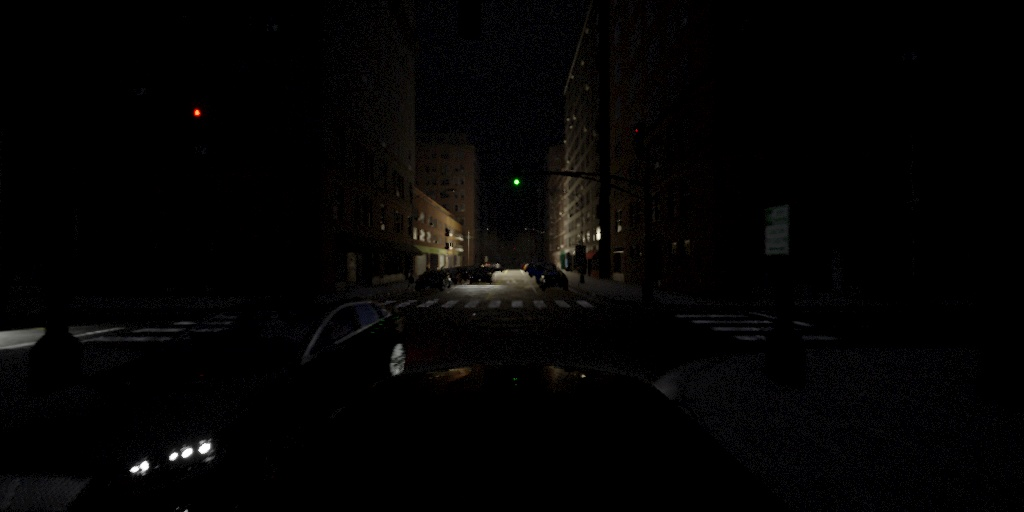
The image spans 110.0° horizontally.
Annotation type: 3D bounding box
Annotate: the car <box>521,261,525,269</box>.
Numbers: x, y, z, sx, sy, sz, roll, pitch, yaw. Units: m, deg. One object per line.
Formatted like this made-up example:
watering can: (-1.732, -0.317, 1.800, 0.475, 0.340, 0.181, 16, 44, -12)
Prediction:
car: (2.996, 2.075, 64.390, 1.751, 1.417, 4.829, 0, 0, 0)

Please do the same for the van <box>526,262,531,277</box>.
van: (2.865, 1.603, 41.493, 1.690, 1.789, 3.998, 0, 0, 0)

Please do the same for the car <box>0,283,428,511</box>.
car: (-2.736, 1.284, 4.379, 2.128, 1.511, 4.902, 0, -1, 0)

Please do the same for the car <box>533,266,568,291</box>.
car: (2.768, 1.595, 24.447, 2.007, 1.370, 4.403, 0, 0, 0)

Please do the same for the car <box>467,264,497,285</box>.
car: (-2.582, 1.685, 31.197, 1.837, 1.490, 4.892, 0, 0, 0)

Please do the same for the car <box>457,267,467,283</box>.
car: (-5.225, 1.705, 30.175, 1.802, 1.307, 4.207, 0, 0, 0)

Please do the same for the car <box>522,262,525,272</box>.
car: (2.963, 2.059, 58.538, 1.802, 1.307, 4.207, 0, 0, 0)

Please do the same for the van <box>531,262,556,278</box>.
van: (2.800, 1.458, 30.129, 1.690, 1.789, 3.998, 0, 0, 0)

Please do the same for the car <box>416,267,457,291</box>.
car: (-5.257, 1.615, 24.493, 1.948, 1.339, 4.313, 0, 0, 0)

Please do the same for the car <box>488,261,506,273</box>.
car: (-2.425, 2.009, 58.540, 1.994, 1.385, 4.181, 0, -1, 0)
